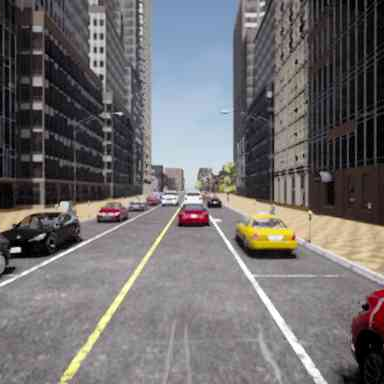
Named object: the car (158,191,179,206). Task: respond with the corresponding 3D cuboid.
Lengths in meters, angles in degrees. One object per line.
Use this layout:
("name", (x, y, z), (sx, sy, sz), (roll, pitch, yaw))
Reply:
("car", (-2.975, 0.877, 45.841), (2.150, 2.045, 5.566), (0, 0, 0))

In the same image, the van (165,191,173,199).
("van", (-5.640, 0.720, 81.207), (1.690, 1.788, 3.998), (0, 0, 0))

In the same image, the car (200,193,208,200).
("car", (2.736, 1.007, 75.497), (1.802, 1.307, 4.206), (0, 0, 0))

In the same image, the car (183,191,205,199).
("car", (0.123, 0.923, 40.675), (2.150, 2.045, 5.566), (0, 1, 0))

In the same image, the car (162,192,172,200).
("car", (-5.644, 0.865, 75.515), (1.967, 1.590, 4.097), (0, 0, 0))

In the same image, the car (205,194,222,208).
("car", (2.717, 1.260, 41.347), (1.947, 1.339, 4.313), (0, 0, 0))

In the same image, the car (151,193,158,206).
("car", (-5.661, 1.195, 47.056), (1.887, 1.381, 4.507), (0, 0, 0))

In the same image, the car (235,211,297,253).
("car", (2.701, 1.431, 13.056), (1.752, 1.417, 4.829), (0, 0, 0))

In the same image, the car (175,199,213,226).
("car", (0.112, 1.404, 22.058), (1.994, 1.385, 4.181), (0, 0, 0))

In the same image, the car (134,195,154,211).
("car", (-5.667, 1.288, 35.672), (2.008, 1.369, 4.403), (0, 0, 0))

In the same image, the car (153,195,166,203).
("car", (-5.655, 1.143, 58.441), (1.802, 1.307, 4.206), (0, 0, 0))

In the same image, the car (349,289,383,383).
("car", (2.696, 1.304, 1.502), (2.192, 1.841, 5.009), (0, 0, 0))

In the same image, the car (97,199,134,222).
("car", (-5.673, 1.405, 24.287), (1.802, 1.307, 4.206), (0, 0, 0))

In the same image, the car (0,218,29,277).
("car", (-5.683, 1.499, 7.212), (2.008, 1.369, 4.403), (0, 0, 0))

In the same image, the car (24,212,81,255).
("car", (-5.680, 1.473, 12.904), (1.947, 1.339, 4.313), (0, 0, 0))

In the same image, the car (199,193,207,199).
("car", (2.739, 0.903, 81.359), (1.752, 1.417, 4.829), (0, 0, 0))
